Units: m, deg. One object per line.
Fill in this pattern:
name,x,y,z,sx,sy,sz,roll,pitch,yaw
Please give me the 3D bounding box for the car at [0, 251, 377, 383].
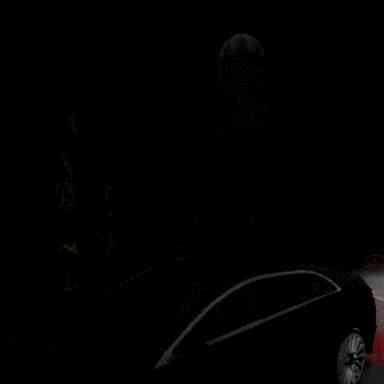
car,0.121,1.506,3.601,4.902,1.511,2.128,-1,0,-36
